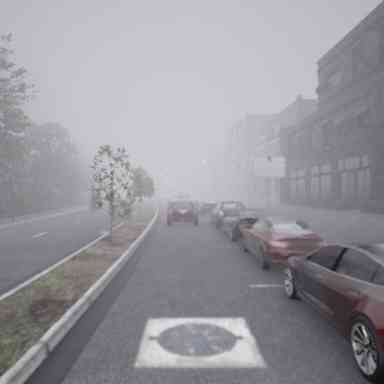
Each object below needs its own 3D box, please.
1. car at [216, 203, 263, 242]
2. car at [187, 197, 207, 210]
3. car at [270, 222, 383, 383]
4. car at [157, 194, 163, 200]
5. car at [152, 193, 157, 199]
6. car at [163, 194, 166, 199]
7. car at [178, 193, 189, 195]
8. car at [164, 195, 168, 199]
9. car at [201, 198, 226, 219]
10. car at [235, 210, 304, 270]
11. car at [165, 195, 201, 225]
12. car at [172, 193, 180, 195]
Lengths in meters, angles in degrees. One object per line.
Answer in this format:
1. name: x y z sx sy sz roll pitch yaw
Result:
1. car: 2.686 1.521 16.560 2.163 1.488 4.792 0 0 -2
2. car: 0.607 1.477 44.255 2.097 1.535 5.008 0 0 -6
3. car: 3.002 1.516 5.433 2.163 1.488 4.792 0 0 -1
4. car: -7.353 1.262 88.117 1.946 1.575 5.366 0 0 -14
5. car: -9.208 1.246 94.910 2.163 1.488 4.792 0 0 -15
6. car: -4.765 1.335 77.408 1.946 1.575 5.366 0 0 -12
7. car: -0.789 1.449 55.487 1.946 1.575 5.366 0 0 -8
8. car: -2.137 1.470 41.539 1.882 1.535 5.008 0 0 -6
9. car: 1.643 1.489 33.173 2.231 1.521 4.892 0 0 -4
10. car: 2.871 1.530 10.960 2.002 1.452 4.674 0 0 -1
11. car: -0.715 1.360 23.948 2.097 1.767 4.553 0 0 -3
12. car: -1.607 1.181 60.834 2.435 2.045 5.566 0 0 -9
